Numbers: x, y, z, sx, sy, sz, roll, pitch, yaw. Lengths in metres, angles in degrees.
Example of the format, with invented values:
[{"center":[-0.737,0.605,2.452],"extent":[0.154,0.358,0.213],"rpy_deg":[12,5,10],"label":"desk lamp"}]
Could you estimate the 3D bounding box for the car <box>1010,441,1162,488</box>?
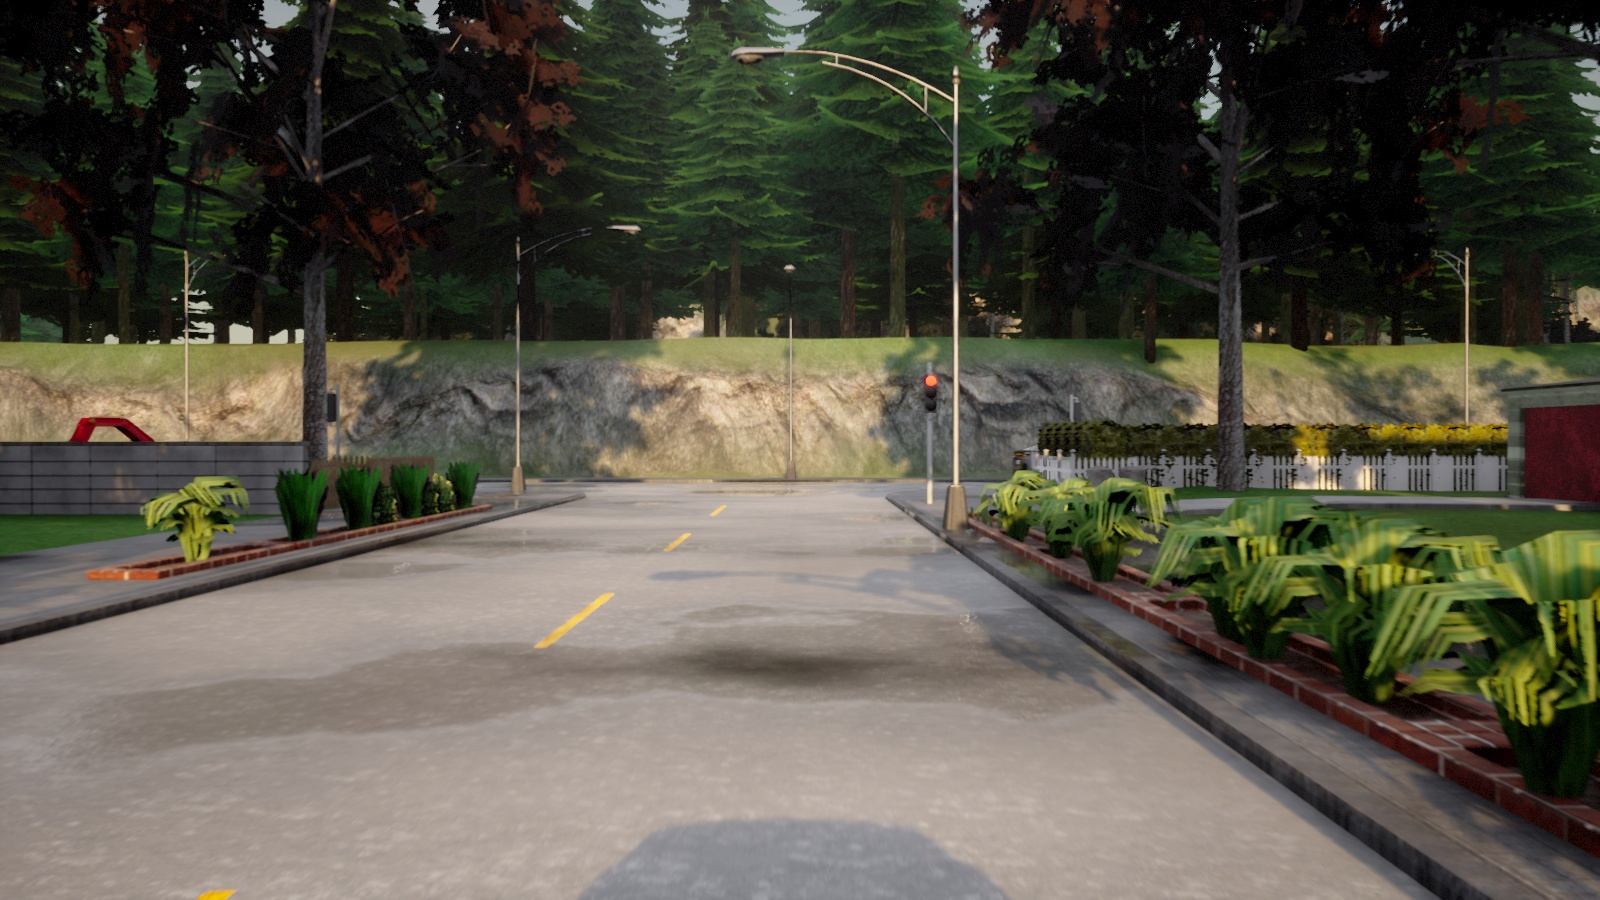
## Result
[{"center":[9.396,0.467,41.470],"extent":[4.514,1.525,2.007],"rpy_deg":[0,0,-4],"label":"car"}]
